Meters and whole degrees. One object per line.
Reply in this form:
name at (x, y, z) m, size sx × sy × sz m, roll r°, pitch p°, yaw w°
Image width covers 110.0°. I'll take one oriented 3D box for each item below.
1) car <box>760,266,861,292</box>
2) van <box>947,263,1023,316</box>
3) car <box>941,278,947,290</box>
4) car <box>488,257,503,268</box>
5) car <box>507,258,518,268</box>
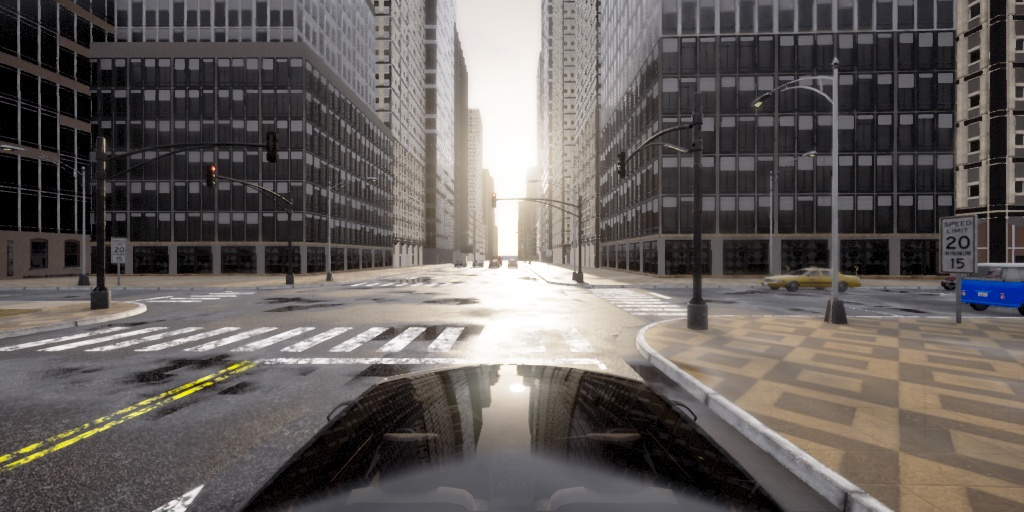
car at (17.131, 1.293, 20.699) m, size 4.829 × 1.417 × 1.751 m, roll 0°, pitch 0°, yaw 2°
van at (18.382, 1.119, 12.524) m, size 3.998 × 1.789 × 1.690 m, roll 0°, pitch 0°, yaw 2°
car at (26.964, 1.356, 20.190) m, size 4.207 × 1.307 × 1.802 m, roll 0°, pitch 0°, yaw 2°
car at (-3.105, 1.385, 63.331) m, size 1.812 × 1.442 × 4.674 m, roll 0°, pitch 0°, yaw 0°
car at (0.146, 1.407, 63.323) m, size 2.033 × 1.411 × 5.357 m, roll 0°, pitch 0°, yaw 0°
